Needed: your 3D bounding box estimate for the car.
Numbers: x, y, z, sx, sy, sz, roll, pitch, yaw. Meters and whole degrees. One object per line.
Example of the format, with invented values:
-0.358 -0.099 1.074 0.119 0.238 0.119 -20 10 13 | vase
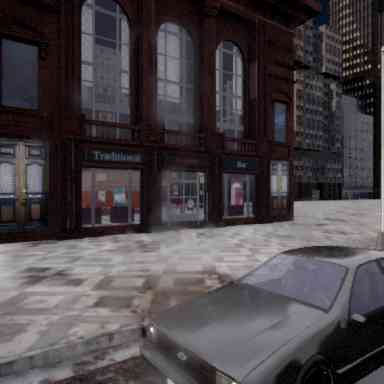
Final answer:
2.004 1.547 4.811 5.357 1.411 2.033 0 0 -36 | car
